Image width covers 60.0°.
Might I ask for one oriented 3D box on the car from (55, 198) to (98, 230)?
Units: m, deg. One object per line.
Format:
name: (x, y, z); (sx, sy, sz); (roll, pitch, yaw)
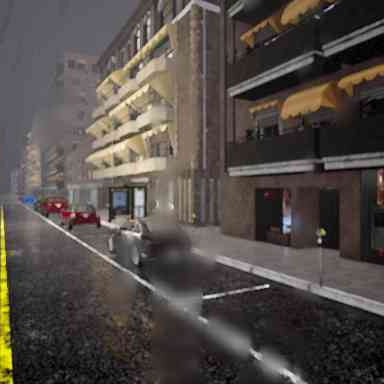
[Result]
car: (-7.170, 1.421, 21.134); (1.967, 1.590, 4.097); (0, 0, -30)

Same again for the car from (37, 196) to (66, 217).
car: (-12.762, 1.291, 30.951); (2.192, 1.841, 5.009); (0, 0, -30)

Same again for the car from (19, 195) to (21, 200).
car: (-32.332, 1.536, 65.308); (1.947, 1.339, 4.313); (0, 0, -30)

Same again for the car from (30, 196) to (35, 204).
car: (-18.353, 1.552, 40.767); (1.802, 1.307, 4.206); (0, 0, -30)

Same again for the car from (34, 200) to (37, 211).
car: (-15.558, 1.555, 35.859); (1.802, 1.307, 4.206); (0, 0, -30)

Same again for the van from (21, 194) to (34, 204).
van: (-29.537, 1.310, 60.399); (1.690, 1.788, 3.998); (0, 0, -30)

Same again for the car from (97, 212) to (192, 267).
car: (-1.579, 1.538, 11.318); (2.008, 1.369, 4.403); (0, 0, -30)
